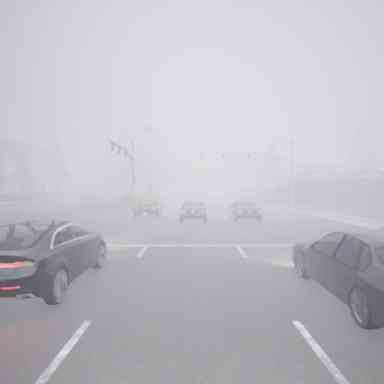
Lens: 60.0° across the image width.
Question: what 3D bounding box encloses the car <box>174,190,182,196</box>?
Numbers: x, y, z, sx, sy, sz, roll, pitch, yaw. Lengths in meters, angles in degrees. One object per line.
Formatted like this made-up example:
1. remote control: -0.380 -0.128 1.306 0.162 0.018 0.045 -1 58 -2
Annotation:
1. car: -3.512 0.204 86.861 1.882 1.535 5.008 0 1 0

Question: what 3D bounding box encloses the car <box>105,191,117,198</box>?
1. car: -17.510 0.537 72.166 1.837 1.490 4.892 0 1 0

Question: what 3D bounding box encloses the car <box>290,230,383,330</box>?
1. car: 3.579 1.472 6.661 2.033 1.411 5.357 0 1 0

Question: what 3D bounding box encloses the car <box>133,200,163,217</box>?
1. car: -3.410 1.259 26.524 1.895 1.301 4.718 0 1 0

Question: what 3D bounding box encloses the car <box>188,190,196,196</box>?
1. car: -0.010 0.559 76.892 1.895 1.301 4.718 0 1 0

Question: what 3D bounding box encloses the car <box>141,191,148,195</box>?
1. car: -10.510 0.575 72.254 2.033 1.411 5.357 0 1 0

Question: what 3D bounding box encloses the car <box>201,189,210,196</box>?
1. car: 3.488 0.081 86.830 2.097 1.767 4.553 0 1 0

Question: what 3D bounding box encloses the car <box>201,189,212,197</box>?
1. car: 3.490 0.525 76.827 1.994 1.385 4.181 0 1 0

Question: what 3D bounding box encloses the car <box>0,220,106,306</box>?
1. car: -3.420 1.399 7.804 2.128 1.511 4.902 0 1 0

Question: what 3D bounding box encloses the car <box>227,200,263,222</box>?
1. car: 3.581 1.253 23.068 2.033 1.411 5.357 0 1 0

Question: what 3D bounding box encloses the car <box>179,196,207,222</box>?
1. car: 0.081 1.253 23.061 2.033 1.411 5.357 0 1 0

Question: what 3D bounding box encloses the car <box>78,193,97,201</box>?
1. car: -17.549 0.857 56.178 1.895 1.301 4.718 0 1 1

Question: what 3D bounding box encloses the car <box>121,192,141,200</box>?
1. car: -10.549 0.801 56.277 2.033 1.411 5.357 0 1 1

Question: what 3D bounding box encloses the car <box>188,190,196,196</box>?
1. car: -0.012 0.266 86.862 2.033 1.411 5.357 0 1 0

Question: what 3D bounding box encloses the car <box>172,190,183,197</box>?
1. car: -3.510 0.442 76.443 1.882 1.535 5.008 0 1 0
